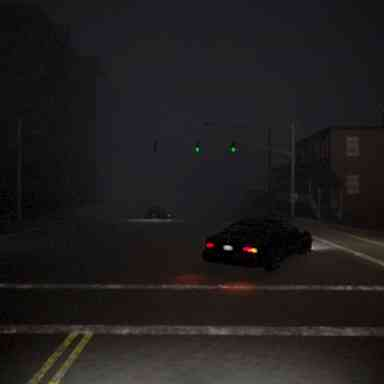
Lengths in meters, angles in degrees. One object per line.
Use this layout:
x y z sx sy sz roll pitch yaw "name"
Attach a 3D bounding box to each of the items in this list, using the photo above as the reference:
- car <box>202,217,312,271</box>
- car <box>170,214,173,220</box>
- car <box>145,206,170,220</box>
2.428 1.565 11.162 2.033 1.411 5.357 0 0 35 "car"
-3.593 3.269 43.014 2.097 1.767 4.553 0 -11 0 "car"
-3.595 2.101 33.898 1.812 1.442 4.674 0 -5 0 "car"
